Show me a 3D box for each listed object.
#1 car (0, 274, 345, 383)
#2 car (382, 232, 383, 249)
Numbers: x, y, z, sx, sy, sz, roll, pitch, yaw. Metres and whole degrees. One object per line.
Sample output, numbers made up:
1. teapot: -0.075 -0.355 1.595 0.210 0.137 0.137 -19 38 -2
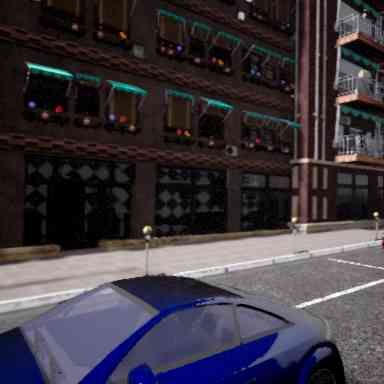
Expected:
1. car: -0.488 1.571 3.030 4.181 1.385 1.994 0 0 -36
2. car: 9.232 1.633 13.140 4.507 1.381 1.887 0 1 -36
